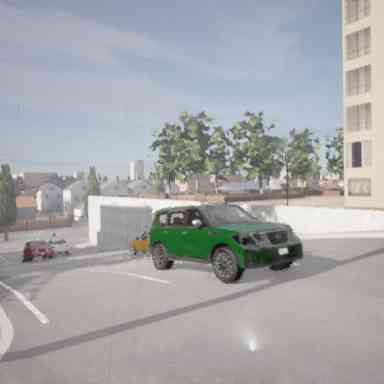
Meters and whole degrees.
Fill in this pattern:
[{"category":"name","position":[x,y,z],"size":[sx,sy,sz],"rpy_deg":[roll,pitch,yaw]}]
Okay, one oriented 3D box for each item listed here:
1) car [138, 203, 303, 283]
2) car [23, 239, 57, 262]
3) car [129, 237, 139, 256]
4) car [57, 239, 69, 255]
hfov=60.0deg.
[{"category":"car","position":[0.615,1.365,10.297],"size":[2.150,2.045,5.566],"rpy_deg":[-2,-5,-35]},{"category":"car","position":[-15.952,6.025,34.284],"size":[2.150,2.045,5.566],"rpy_deg":[-2,-8,-35]},{"category":"car","position":[-2.299,3.144,21.128],"size":[1.882,1.535,5.008],"rpy_deg":[-2,-8,-36]},{"category":"car","position":[-17.704,7.152,43.199],"size":[2.150,2.045,5.566],"rpy_deg":[-2,-5,-35]}]
